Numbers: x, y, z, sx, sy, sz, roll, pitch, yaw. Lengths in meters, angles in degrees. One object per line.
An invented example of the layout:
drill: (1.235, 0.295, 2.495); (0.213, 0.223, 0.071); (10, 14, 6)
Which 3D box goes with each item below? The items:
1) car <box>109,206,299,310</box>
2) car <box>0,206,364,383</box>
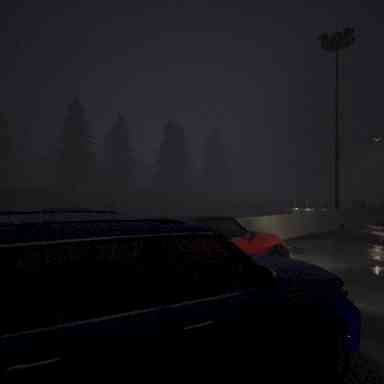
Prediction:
car: (0.457, 1.351, 8.515); (4.553, 1.767, 2.097); (0, 0, -37)
car: (-0.637, 1.219, 3.311); (5.566, 2.045, 2.150); (0, 0, -35)
